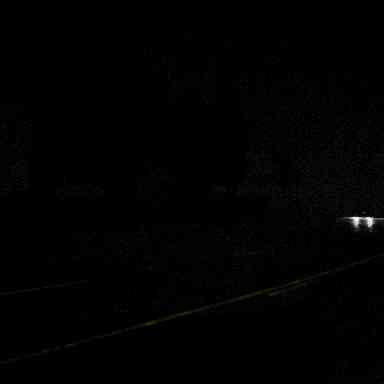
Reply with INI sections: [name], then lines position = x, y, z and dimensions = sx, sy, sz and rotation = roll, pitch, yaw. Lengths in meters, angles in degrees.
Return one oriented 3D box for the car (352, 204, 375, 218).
[car]
position = 17.750, 1.887, 34.522
dimensions = 1.994, 1.385, 4.181
rotation = 0, -1, 25
